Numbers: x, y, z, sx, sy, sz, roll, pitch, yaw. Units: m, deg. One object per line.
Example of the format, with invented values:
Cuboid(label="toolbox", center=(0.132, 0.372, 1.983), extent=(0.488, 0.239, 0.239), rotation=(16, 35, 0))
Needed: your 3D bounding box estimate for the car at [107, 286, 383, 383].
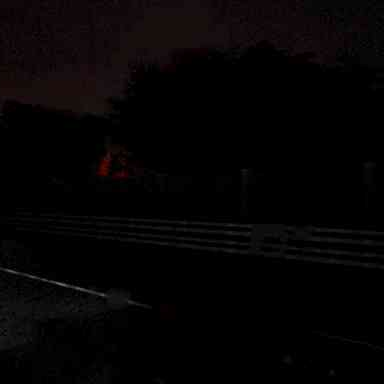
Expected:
Cuboid(label="car", center=(1.425, 1.605, 2.976), extent=(4.718, 1.301, 1.895), rotation=(-1, 0, 36))
